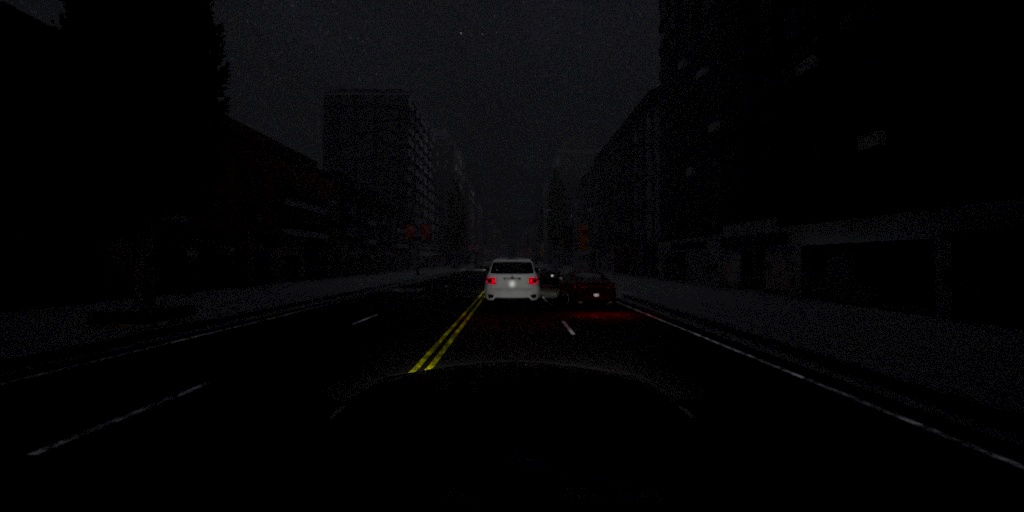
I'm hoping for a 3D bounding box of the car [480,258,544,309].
[{"bbox_3d":[0.010,1.105,15.868,2.150,2.045,5.566,0,0,0],"label":"car"}]

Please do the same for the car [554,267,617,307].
[{"bbox_3d":[3.265,1.371,16.320,1.882,1.535,5.008,0,0,0],"label":"car"}]

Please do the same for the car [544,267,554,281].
[{"bbox_3d":[3.275,1.600,31.167,1.994,1.385,4.181,0,-1,0],"label":"car"}]
